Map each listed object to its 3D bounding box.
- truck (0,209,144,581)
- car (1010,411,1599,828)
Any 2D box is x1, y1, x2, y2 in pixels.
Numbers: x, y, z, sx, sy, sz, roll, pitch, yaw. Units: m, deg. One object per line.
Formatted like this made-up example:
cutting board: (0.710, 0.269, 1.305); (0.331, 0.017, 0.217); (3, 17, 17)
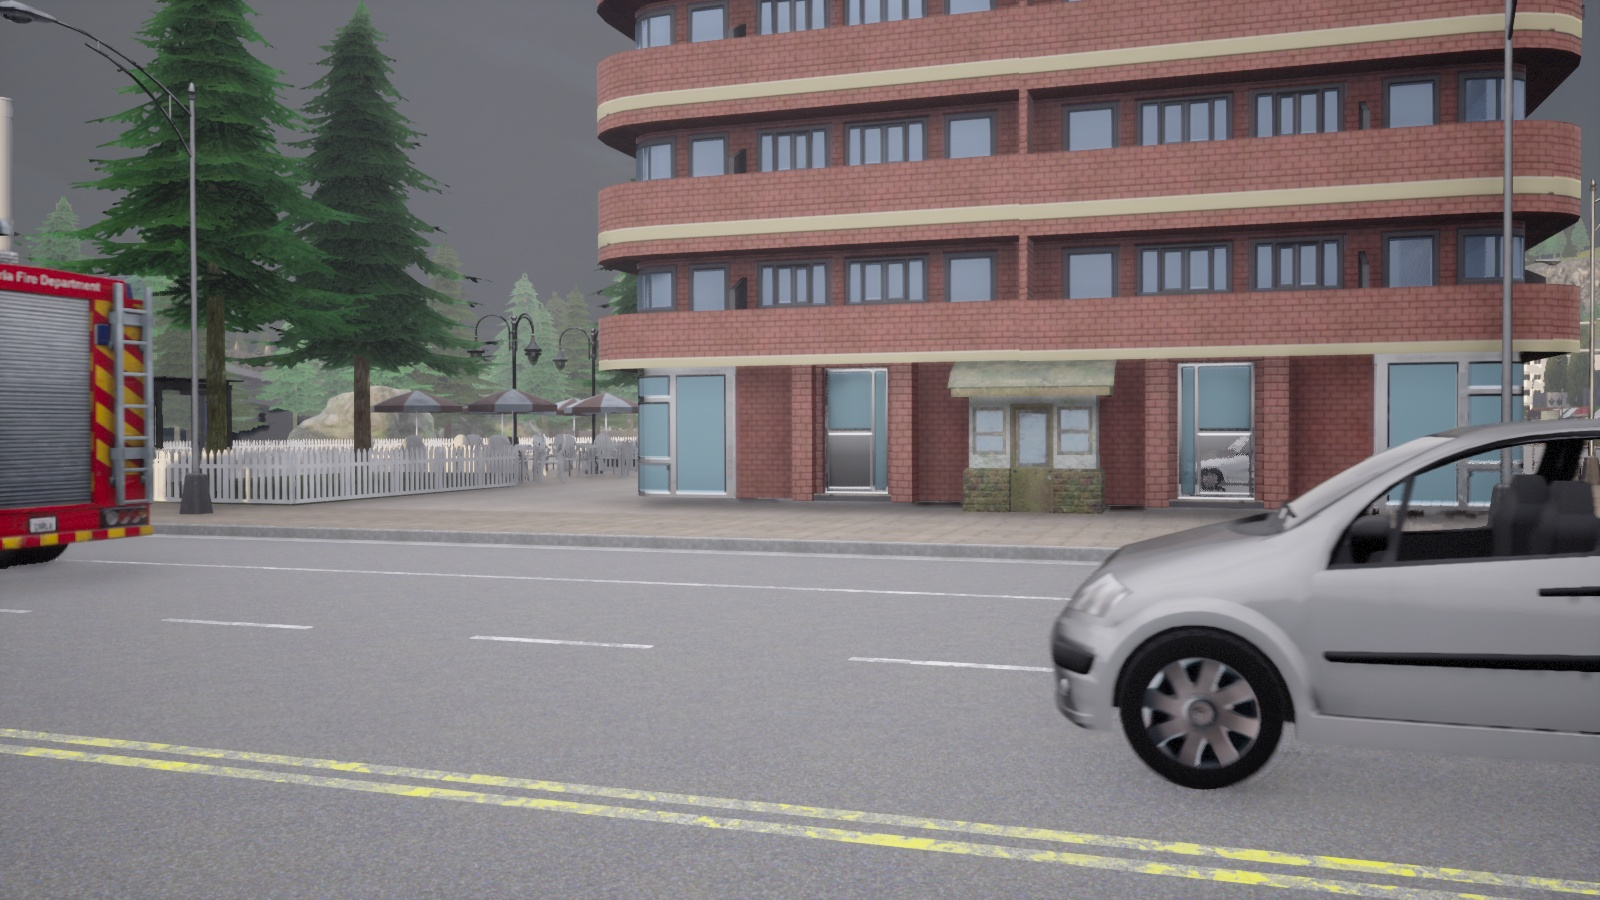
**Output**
truck: (-12.132, -0.617, 14.639); (8.468, 3.827, 2.891); (1, 1, 19)
car: (3.124, 0.643, 5.833); (3.988, 1.617, 1.851); (1, 1, 19)
